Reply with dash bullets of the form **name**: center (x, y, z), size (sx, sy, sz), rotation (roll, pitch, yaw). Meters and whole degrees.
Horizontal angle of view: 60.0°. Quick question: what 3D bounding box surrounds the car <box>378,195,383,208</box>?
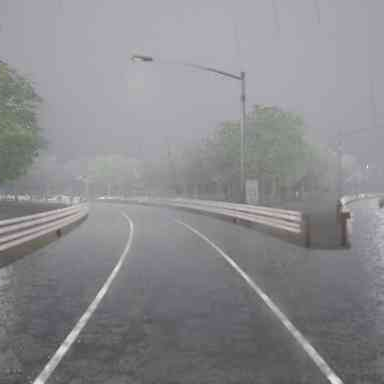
- **car**: center (25.881, 1.130, 43.915), size (2.097, 1.767, 4.553), rotation (0, 0, 27)
